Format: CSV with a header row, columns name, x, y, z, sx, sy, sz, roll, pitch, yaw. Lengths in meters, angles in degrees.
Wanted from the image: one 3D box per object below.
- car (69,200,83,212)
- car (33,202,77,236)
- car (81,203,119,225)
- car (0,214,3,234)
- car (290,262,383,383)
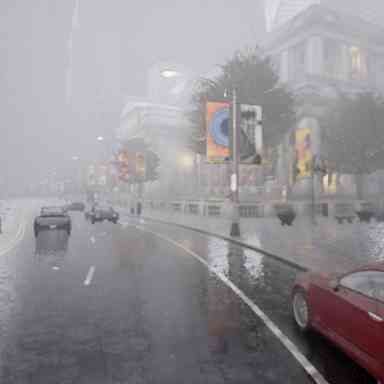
name,x,y,z,sx,sy,sz,roll,pitch,yaw
car,-13.822,1.712,39.426,1.837,1.490,4.892,0,0,-26
car,-8.152,1.598,19.439,2.128,1.511,4.902,0,0,-23
car,-7.054,1.730,25.538,1.895,1.301,4.718,0,0,-25
car,-10.935,1.456,16.741,2.097,1.767,4.553,0,0,-23
car,2.834,1.529,4.003,2.002,1.452,4.674,0,0,-7
